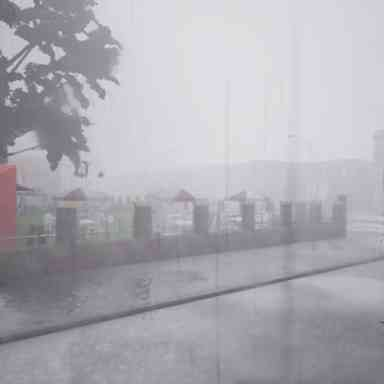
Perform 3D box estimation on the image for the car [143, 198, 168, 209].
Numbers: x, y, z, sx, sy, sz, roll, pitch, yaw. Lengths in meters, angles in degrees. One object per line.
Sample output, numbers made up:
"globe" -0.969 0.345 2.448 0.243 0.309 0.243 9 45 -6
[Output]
"car" -5.087 1.583 45.217 2.097 1.767 4.553 1 0 -35
